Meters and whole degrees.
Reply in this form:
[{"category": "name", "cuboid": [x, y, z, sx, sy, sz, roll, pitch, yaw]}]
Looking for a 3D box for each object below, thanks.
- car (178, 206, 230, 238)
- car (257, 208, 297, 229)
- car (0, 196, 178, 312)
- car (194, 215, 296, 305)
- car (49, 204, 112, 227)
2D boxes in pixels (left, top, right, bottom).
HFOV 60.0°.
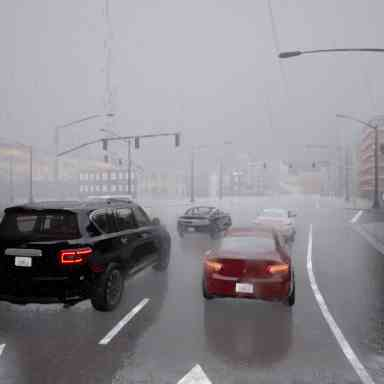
[{"category": "car", "cuboid": [0.771, 1.491, 17.263, 2.128, 1.511, 4.902, 0, 0, 19]}, {"category": "car", "cuboid": [4.178, 1.526, 16.534, 1.812, 1.442, 4.674, 0, 0, 20]}, {"category": "car", "cuboid": [-2.167, 1.221, 8.012, 2.150, 2.045, 5.566, 0, 0, 12]}, {"category": "car", "cuboid": [1.445, 1.526, 8.099, 1.812, 1.442, 4.674, 0, 0, 13]}, {"category": "car", "cuboid": [-8.001, 1.643, 24.400, 1.895, 1.301, 4.718, 0, 0, 20]}]
